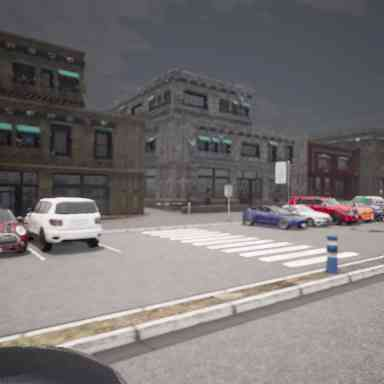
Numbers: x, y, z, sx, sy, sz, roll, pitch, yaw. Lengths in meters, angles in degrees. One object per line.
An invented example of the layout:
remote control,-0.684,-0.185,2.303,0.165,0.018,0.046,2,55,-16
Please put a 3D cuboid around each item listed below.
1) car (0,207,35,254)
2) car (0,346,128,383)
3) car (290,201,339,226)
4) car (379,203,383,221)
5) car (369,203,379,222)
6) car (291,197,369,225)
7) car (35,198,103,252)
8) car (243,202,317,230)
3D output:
car,-7.884,1.378,13.047,2.185,1.767,4.553,1,0,-35
car,-2.455,1.466,1.387,4.674,1.442,1.812,2,-1,-36
car,7.763,1.673,24.140,2.002,1.452,4.674,0,0,-35
car,14.402,1.715,28.856,2.002,1.452,4.674,0,0,-35
car,12.278,1.537,27.310,2.185,1.767,4.553,0,0,-35
car,10.030,1.396,25.715,2.435,2.045,5.566,0,0,-35
car,-5.734,1.273,14.573,2.435,2.045,5.566,1,0,-35
car,5.533,1.646,22.516,2.163,1.488,4.792,0,0,-35
